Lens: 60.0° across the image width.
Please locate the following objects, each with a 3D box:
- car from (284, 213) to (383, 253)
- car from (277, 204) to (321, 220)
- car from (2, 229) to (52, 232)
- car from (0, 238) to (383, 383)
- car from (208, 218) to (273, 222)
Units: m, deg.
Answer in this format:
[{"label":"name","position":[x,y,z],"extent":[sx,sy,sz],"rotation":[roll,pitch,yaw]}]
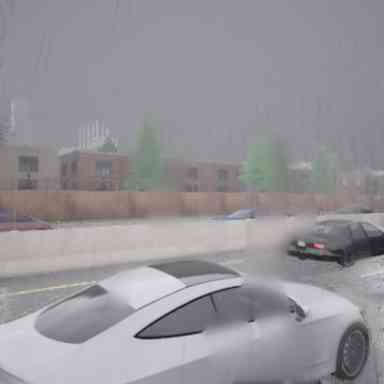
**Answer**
[{"label":"car","position":[5.479,1.696,11.824],"extent":[5.357,1.411,2.033],"rotation":[1,-1,-35]},{"label":"car","position":[10.513,1.943,32.608],"extent":[4.181,1.385,1.994],"rotation":[1,-1,-35]},{"label":"car","position":[-8.601,1.646,15.071],"extent":[4.181,1.385,1.994],"rotation":[1,-1,-35]},{"label":"car","position":[0.190,1.563,3.888],"extent":[4.674,1.442,1.812],"rotation":[1,-1,-35]},{"label":"car","position":[3.138,1.677,18.966],"extent":[5.008,1.535,1.882],"rotation":[1,-1,-35]}]
